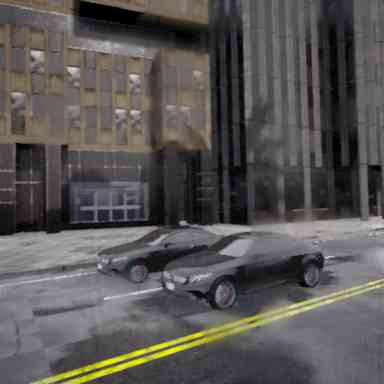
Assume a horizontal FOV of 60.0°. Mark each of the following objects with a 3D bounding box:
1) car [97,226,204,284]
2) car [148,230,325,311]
[{"bbox_3d":[-0.726,1.892,10.919,4.674,1.442,1.812,0,-2,-34],"label":"car"},{"bbox_3d":[1.464,1.761,8.475,4.674,1.442,1.812,0,-2,-34],"label":"car"}]
